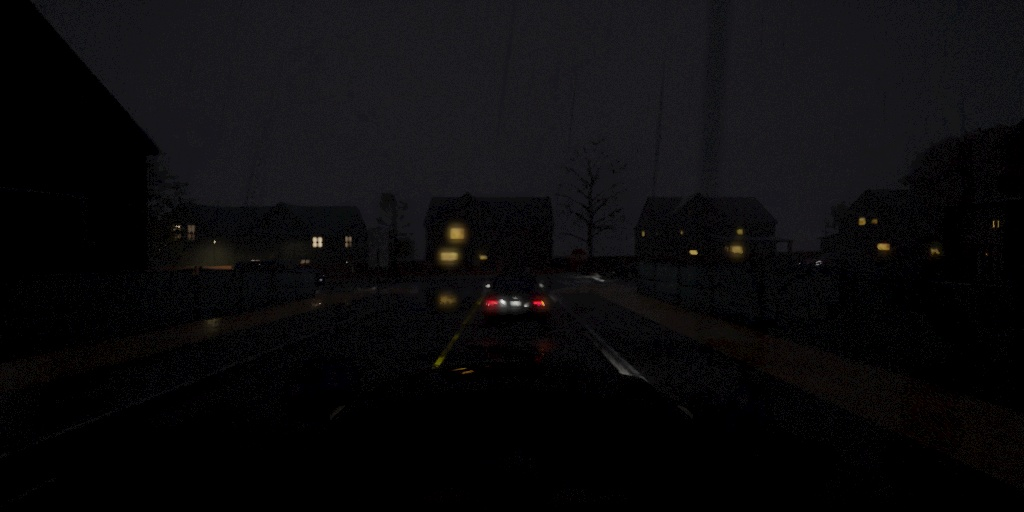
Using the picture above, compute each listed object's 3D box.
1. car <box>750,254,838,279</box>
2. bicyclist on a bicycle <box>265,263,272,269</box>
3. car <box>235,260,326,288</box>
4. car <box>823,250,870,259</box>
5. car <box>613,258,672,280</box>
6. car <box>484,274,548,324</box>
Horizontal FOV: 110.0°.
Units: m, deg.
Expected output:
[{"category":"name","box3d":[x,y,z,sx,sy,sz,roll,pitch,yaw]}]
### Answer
[{"category":"car","box3d":[17.885,0.832,23.835,5.357,1.411,2.033,-1,1,1]},{"category":"bicyclist on a bicycle","box3d":[-20.153,1.393,29.571,0.582,1.620,1.656,-1,1,0]},{"category":"car","box3d":[-15.405,1.293,23.722,5.566,2.045,2.150,-1,1,0]},{"category":"car","box3d":[24.077,0.446,26.705,4.553,1.767,2.097,-1,1,1]},{"category":"car","box3d":[9.992,0.929,26.699,4.892,1.490,1.837,-2,1,0]},{"category":"car","box3d":[0.102,1.287,11.845,2.033,1.411,5.357,0,0,0]}]
